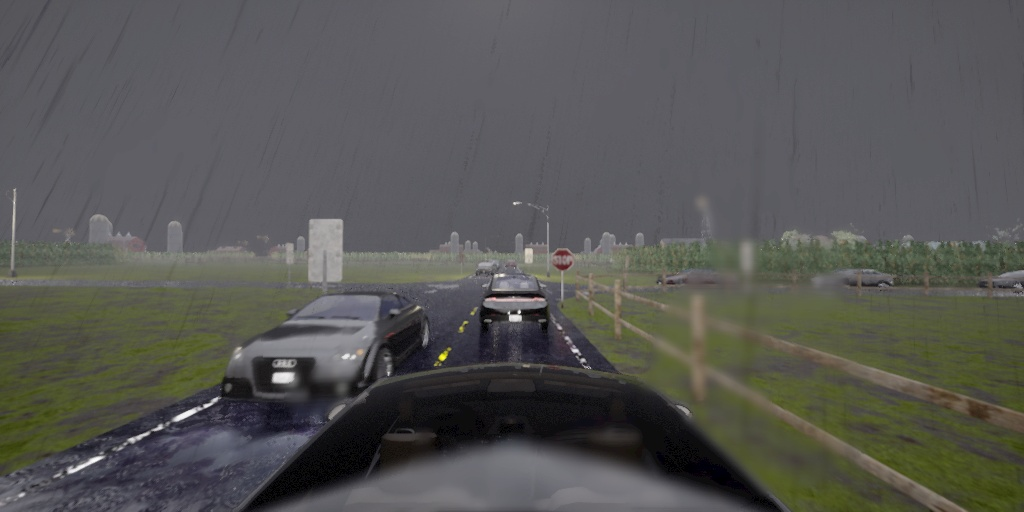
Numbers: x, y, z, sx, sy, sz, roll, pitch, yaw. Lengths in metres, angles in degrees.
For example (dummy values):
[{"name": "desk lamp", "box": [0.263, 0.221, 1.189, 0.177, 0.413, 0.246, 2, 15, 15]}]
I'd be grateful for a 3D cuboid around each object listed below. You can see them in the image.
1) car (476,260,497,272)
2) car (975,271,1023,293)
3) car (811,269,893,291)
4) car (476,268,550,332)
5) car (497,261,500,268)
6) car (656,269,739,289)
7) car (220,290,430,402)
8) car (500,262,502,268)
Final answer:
[{"name": "car", "box": [-3.000, 1.420, 40.568, 1.882, 1.535, 5.008, 0, 0, 0]}, {"name": "car", "box": [36.699, 1.849, 25.867, 4.892, 1.490, 1.837, 0, -1, 0]}, {"name": "car", "box": [24.449, 1.689, 25.879, 4.902, 1.511, 2.128, 1, -1, 0]}, {"name": "car", "box": [0.067, 1.293, 11.097, 2.128, 1.511, 4.902, 0, 0, 0]}, {"name": "car", "box": [-3.031, 1.545, 49.544, 1.994, 1.385, 4.181, 0, 0, 0]}, {"name": "car", "box": [13.329, 1.613, 25.872, 5.357, 1.411, 2.033, 1, -1, 0]}, {"name": "car", "box": [-2.841, 1.340, 6.461, 1.994, 1.385, 4.181, 0, 0, 0]}, {"name": "car", "box": [-3.058, 1.369, 58.301, 2.097, 1.767, 4.553, 0, 0, 0]}]
